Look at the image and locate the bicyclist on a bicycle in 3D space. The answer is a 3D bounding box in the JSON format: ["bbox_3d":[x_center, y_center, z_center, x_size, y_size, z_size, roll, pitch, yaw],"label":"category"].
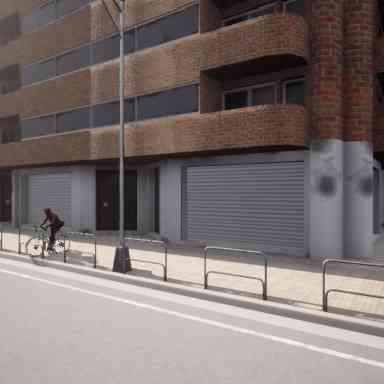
[{"bbox_3d":[-4.745,1.338,11.128,0.582,1.620,1.656,1,-3,33],"label":"bicyclist on a bicycle"}]
